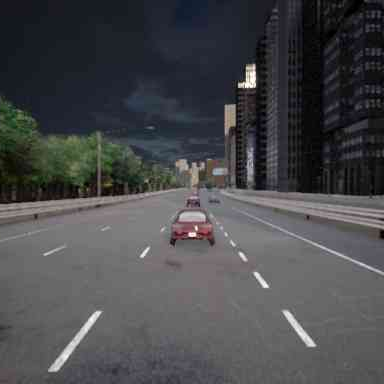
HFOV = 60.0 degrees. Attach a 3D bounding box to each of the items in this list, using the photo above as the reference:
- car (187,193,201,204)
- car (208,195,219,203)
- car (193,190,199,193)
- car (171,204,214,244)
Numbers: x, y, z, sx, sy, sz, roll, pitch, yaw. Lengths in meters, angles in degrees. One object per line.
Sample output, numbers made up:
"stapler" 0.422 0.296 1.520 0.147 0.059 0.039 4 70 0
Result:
"car" 0.240 1.308 48.240 1.882 1.535 5.008 0 0 1
"car" 3.986 1.307 61.477 2.033 1.411 5.357 0 0 1
"car" 0.772 0.918 86.039 1.837 1.490 4.892 0 1 1
"car" 0.023 1.510 15.487 1.812 1.442 4.674 0 0 0
